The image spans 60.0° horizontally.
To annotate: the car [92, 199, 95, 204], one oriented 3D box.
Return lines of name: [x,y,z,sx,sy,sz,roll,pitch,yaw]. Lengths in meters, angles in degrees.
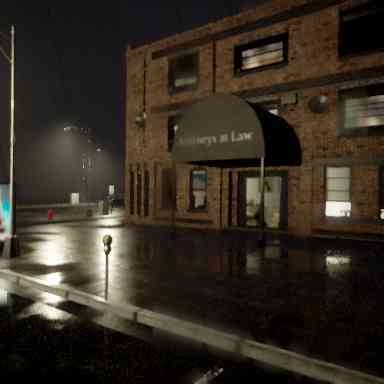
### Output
car: [-11.727,1.244,47.006,1.895,1.301,4.718,1,1,36]

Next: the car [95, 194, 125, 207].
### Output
car: [-9.930,1.051,43.956,2.097,1.767,4.553,1,1,36]
